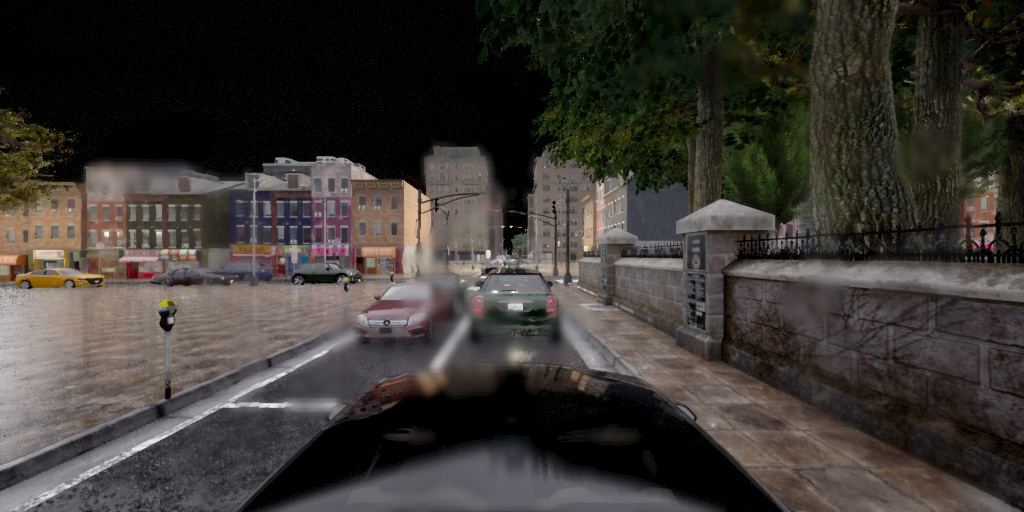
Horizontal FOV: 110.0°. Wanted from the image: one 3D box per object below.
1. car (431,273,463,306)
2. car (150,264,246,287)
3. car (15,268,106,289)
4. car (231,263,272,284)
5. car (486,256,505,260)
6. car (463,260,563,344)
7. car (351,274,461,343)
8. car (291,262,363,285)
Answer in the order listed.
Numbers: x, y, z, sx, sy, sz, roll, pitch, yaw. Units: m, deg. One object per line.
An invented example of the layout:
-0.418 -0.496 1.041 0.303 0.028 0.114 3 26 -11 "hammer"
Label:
-2.638 1.315 13.288 1.948 1.339 4.313 0 0 0 "car"
-23.035 1.545 26.157 5.357 1.411 2.033 -1 0 0 "car"
-32.789 1.626 26.135 5.008 1.535 1.882 -1 0 0 "car"
-22.241 1.337 29.090 4.553 1.767 2.097 -1 0 0 "car"
-2.083 1.094 36.704 2.097 1.767 4.553 0 0 -3 "car"
0.073 1.101 9.740 2.097 1.767 4.553 0 0 0 "car"
-2.638 1.331 9.625 1.802 1.307 4.207 0 0 0 "car"
-13.391 1.230 26.196 4.553 1.767 2.097 -1 0 0 "car"
